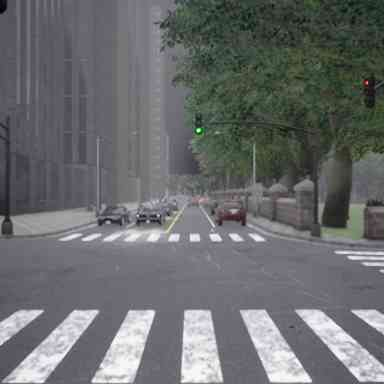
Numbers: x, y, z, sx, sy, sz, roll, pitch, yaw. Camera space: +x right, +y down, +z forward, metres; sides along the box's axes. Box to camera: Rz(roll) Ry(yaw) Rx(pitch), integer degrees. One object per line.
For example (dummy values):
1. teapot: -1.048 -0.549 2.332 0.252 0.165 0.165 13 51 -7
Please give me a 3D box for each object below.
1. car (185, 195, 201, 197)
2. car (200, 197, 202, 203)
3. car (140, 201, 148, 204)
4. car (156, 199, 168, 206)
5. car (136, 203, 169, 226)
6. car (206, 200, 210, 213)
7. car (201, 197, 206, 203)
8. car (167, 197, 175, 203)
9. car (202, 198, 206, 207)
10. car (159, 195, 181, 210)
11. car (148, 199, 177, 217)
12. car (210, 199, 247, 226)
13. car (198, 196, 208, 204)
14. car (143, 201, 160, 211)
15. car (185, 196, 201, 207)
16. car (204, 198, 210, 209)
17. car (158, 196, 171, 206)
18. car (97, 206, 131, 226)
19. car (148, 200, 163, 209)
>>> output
1. car: 0.246 1.825 69.357 2.097 1.767 4.553 0 0 0
2. car: 2.884 1.829 57.560 1.967 1.590 4.097 0 0 0
3. car: -5.676 1.824 41.200 2.008 1.369 4.403 0 0 0
4. car: -5.629 2.009 63.028 1.802 1.307 4.206 0 0 0
5. car: -3.046 1.762 25.270 1.895 1.301 4.718 0 0 0
6. car: 2.838 1.801 35.733 1.947 1.339 4.313 0 0 0
7. car: 2.873 1.790 52.103 1.967 1.590 4.097 0 0 0
8. car: -5.572 2.069 90.313 1.967 1.590 4.097 0 0 0
9. car: 2.861 1.862 46.646 2.008 1.369 4.403 0 0 0
10. car: -2.992 1.654 45.364 2.097 1.767 4.553 0 0 0
11. car: -3.020 1.777 35.088 2.033 1.411 5.357 0 0 1
12. car: 2.815 1.474 24.823 2.192 1.841 5.009 0 0 0
13. car: 2.547 1.872 75.447 2.097 1.767 4.553 0 0 0
14. car: -5.664 1.893 46.657 1.802 1.307 4.206 0 0 0
15. car: 0.228 1.946 58.933 2.033 1.411 5.357 0 0 0
16. car: 2.850 1.824 41.189 2.008 1.369 4.403 0 0 0
17. car: -5.618 1.781 68.486 2.192 1.841 5.009 0 0 0
18. car: -5.710 1.724 24.830 1.947 1.339 4.313 0 0 0
19. car: -5.652 1.932 52.114 1.802 1.307 4.206 0 0 0
